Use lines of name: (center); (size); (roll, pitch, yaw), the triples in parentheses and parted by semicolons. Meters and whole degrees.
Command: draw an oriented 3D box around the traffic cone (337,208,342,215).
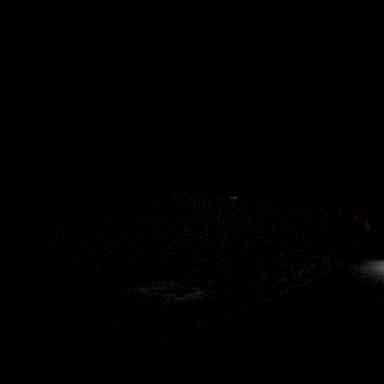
traffic cone: (12.255, 1.585, 27.598); (0.340, 0.580, 0.340); (0, 1, 8)

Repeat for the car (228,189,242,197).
car: (8.444, 0.232, 65.051); (1.837, 1.490, 4.892); (0, 1, -14)

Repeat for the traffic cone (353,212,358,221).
traffic cone: (11.331, 1.697, 23.036); (0.340, 0.580, 0.340); (0, 1, 15)

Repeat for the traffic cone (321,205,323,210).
traffic cone: (12.599, 1.477, 32.241); (0.340, 0.580, 0.340); (0, 1, 1)

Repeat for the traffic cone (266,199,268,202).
traffic cone: (10.430, 1.159, 46.410); (0.340, 0.580, 0.340); (0, 1, -13)

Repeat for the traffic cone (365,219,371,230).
traffic cone: (9.839, 1.800, 18.628); (0.340, 0.580, 0.340); (0, 1, 22)
